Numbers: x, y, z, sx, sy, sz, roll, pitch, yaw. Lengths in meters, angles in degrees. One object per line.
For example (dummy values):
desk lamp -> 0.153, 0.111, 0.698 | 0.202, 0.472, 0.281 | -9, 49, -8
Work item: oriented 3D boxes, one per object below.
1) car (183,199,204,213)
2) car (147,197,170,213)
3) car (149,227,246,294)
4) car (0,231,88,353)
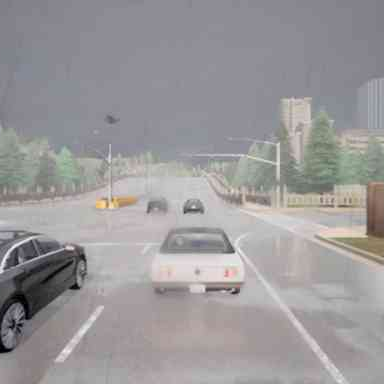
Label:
car -> 0.160, 1.357, 33.130 | 1.994, 1.385, 4.181 | 0, 0, 0
car -> -3.339, 1.297, 33.144 | 1.837, 1.490, 4.892 | 0, 0, 0
car -> 0.115, 1.547, 8.567 | 1.895, 1.301, 4.718 | 0, 0, 0
car -> -3.389, 1.453, 6.031 | 2.128, 1.511, 4.902 | 0, 0, 0
